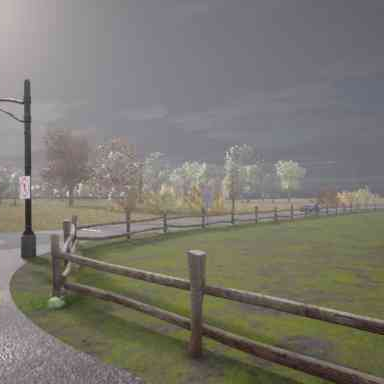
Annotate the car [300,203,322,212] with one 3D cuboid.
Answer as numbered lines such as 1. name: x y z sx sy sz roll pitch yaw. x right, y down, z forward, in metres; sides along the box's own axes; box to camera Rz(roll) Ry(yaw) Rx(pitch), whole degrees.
1. car: 18.950 2.448 52.944 2.033 1.411 5.357 -1 -2 40
